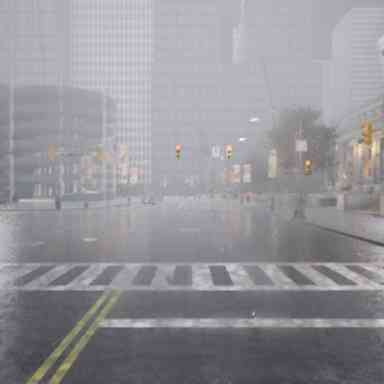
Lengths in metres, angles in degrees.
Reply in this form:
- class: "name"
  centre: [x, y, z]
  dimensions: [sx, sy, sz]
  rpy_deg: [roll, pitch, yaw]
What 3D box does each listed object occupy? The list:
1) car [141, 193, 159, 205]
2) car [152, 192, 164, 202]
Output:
- class: "car"
  centre: [-7.020, 1.355, 53.719]
  dimensions: [2.128, 1.511, 4.902]
  rpy_deg: [0, 0, 0]
- class: "car"
  centre: [-6.988, 1.347, 69.081]
  dimensions: [2.128, 1.511, 4.902]
  rpy_deg: [0, 0, 1]
